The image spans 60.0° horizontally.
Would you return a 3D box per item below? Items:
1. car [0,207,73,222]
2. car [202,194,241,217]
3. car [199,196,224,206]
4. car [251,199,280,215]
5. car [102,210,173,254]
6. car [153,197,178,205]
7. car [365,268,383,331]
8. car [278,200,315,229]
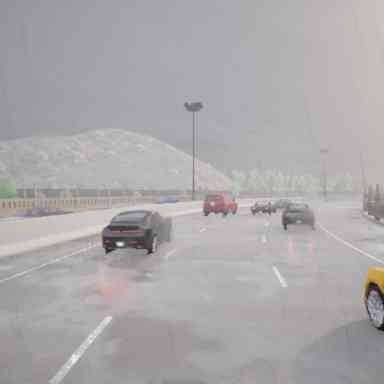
[{"bbox_3d":[-8.548,1.547,18.415,2.033,1.411,5.357,0,0,11],"label":"car"},{"bbox_3d":[2.762,1.220,31.701,2.150,2.045,5.566,0,0,21],"label":"car"},{"bbox_3d":[3.335,1.505,55.990,1.837,1.490,4.892,0,-1,34],"label":"car"},{"bbox_3d":[7.409,1.600,33.790,1.895,1.301,4.718,0,0,23],"label":"car"},{"bbox_3d":[-2.050,1.504,13.627,1.837,1.490,4.892,0,0,9],"label":"car"},{"bbox_3d":[-3.978,1.476,50.700,1.882,1.535,5.008,0,0,30],"label":"car"},{"bbox_3d":[3.838,1.477,3.782,1.882,1.535,5.008,0,0,3],"label":"car"},{"bbox_3d":[6.828,1.491,21.582,2.128,1.511,4.902,0,0,15],"label":"car"}]
